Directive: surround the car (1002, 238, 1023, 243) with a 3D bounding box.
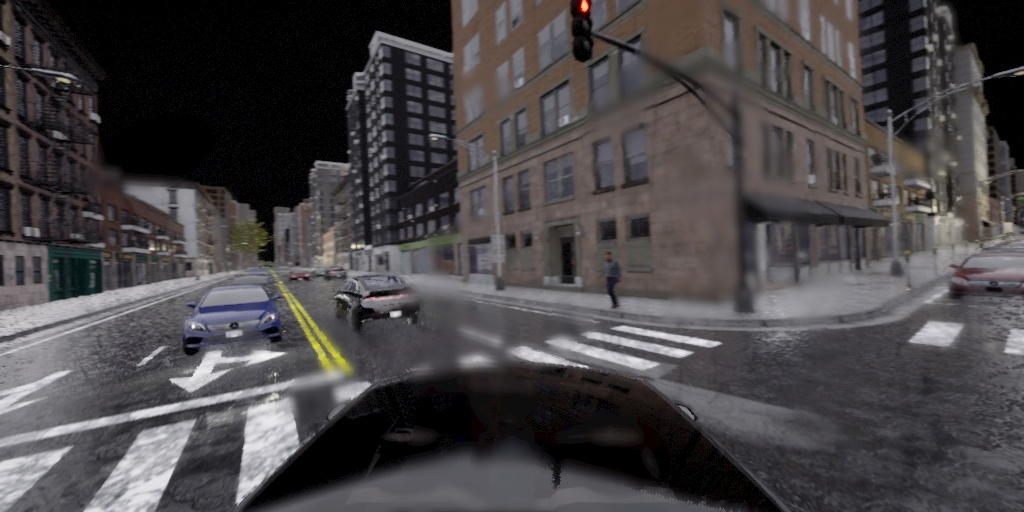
[{"bbox_3d":[23.675,0.040,16.848,4.403,1.370,2.007,0,0,-34],"label":"car"}]

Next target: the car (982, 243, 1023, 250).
[{"bbox_3d":[19.096,0.301,13.760,4.313,1.339,1.948,0,0,-34],"label":"car"}]

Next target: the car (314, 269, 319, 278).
[{"bbox_3d":[-24.904,2.134,47.080,1.994,1.385,4.181,-2,0,-34],"label":"car"}]

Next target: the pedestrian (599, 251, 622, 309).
[{"bbox_3d":[3.068,0.709,11.075,0.375,1.860,0.375,-2,-1,-34],"label":"pedestrian"}]

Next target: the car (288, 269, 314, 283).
[{"bbox_3d":[-23.187,2.130,38.970,1.895,1.301,4.718,-2,0,-34],"label":"car"}]

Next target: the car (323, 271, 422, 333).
[{"bbox_3d":[-4.395,1.355,11.383,2.128,1.511,4.902,-2,0,-34],"label":"car"}]

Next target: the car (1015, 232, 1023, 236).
[{"bbox_3d":[41.854,-0.966,29.108,4.829,1.417,1.751,0,0,-34],"label":"car"}]

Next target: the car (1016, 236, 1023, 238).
[{"bbox_3d":[28.255,-0.210,19.937,4.507,1.381,1.888,0,0,-34],"label":"car"}]

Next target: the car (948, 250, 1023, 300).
[{"bbox_3d":[14.516,0.562,10.671,4.207,1.307,1.802,0,0,-34],"label":"car"}]

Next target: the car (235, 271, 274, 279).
[{"bbox_3d":[-13.343,1.706,18.412,1.837,1.490,4.892,-2,0,-34],"label":"car"}]

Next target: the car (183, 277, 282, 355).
[{"bbox_3d":[-7.513,1.517,9.866,1.812,1.442,4.674,-2,0,-35],"label":"car"}]

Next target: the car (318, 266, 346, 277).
[{"bbox_3d":[-18.976,1.857,38.440,2.128,1.511,4.902,-2,0,-34],"label":"car"}]
